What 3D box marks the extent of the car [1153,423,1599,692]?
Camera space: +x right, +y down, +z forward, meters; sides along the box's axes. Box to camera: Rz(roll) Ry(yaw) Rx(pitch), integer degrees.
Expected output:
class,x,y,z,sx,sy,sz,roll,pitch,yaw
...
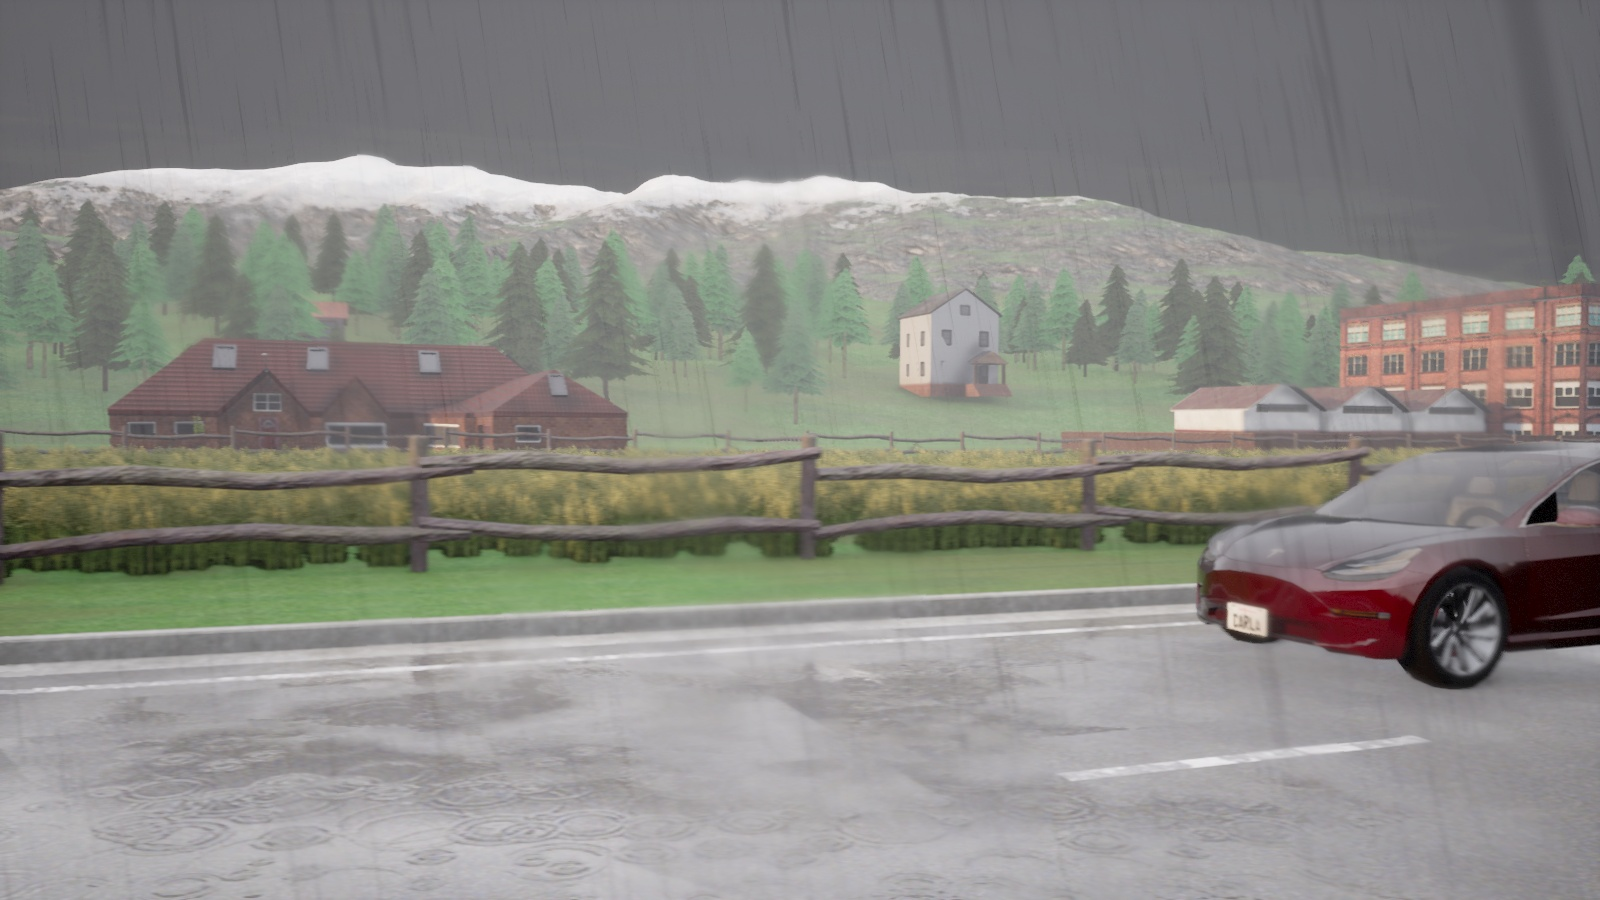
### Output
class,x,y,z,sx,sy,sz,roll,pitch,yaw
car,5.193,0.565,8.953,4.792,1.488,2.163,-1,1,-21
